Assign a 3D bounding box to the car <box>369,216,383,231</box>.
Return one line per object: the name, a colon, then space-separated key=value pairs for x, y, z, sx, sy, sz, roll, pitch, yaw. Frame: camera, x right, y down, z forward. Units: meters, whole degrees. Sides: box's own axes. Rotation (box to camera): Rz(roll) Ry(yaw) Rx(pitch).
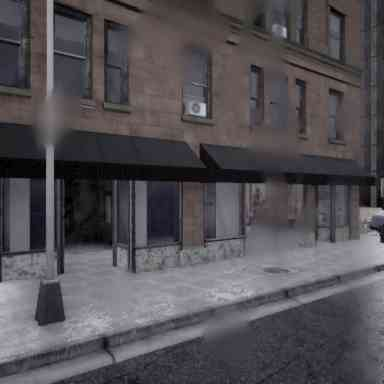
car: x=11.341 y=1.553 z=15.628 sx=2.033 sy=1.411 sz=5.357 roll=0 pitch=0 yaw=-35
